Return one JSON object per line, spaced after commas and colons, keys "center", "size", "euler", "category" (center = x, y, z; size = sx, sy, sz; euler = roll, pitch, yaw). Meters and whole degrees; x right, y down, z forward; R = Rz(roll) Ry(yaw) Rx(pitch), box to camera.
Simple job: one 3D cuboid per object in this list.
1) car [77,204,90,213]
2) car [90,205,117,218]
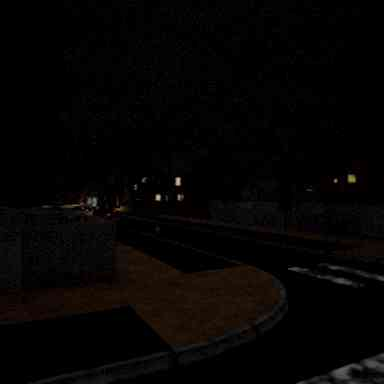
{"center": [-16.770, 2.476, 51.959], "size": [1.895, 1.301, 4.718], "euler": [-1, 0, -26], "category": "car"}
{"center": [-10.195, 2.230, 38.712], "size": [1.895, 1.301, 4.718], "euler": [-1, 0, -26], "category": "car"}
